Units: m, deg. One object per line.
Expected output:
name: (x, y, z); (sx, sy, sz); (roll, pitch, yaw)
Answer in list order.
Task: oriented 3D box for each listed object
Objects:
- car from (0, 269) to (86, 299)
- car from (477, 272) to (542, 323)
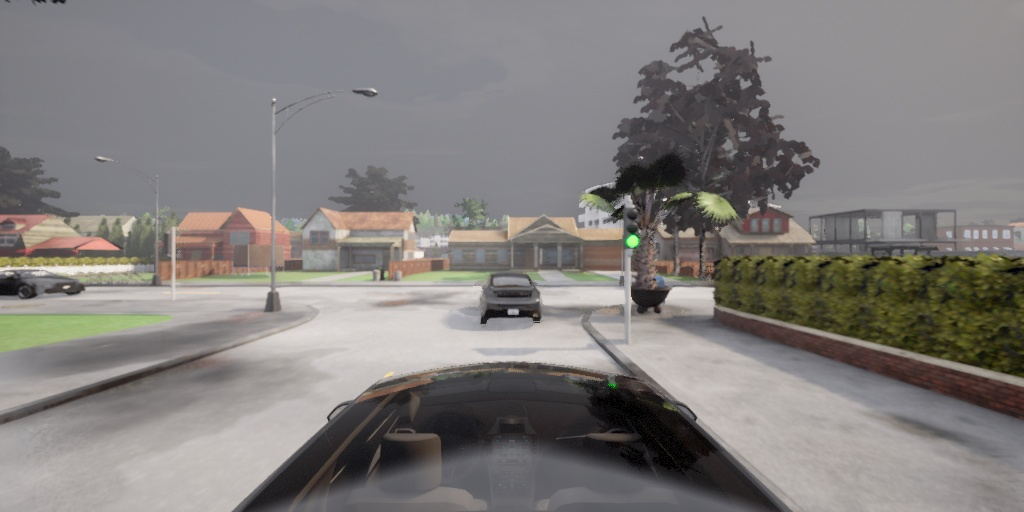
car: (-24.187, 1.369, 17.870); (4.181, 1.385, 1.994); (0, 0, 0)
car: (-0.165, 1.291, 12.266); (1.837, 1.490, 4.892); (1, 0, -5)
